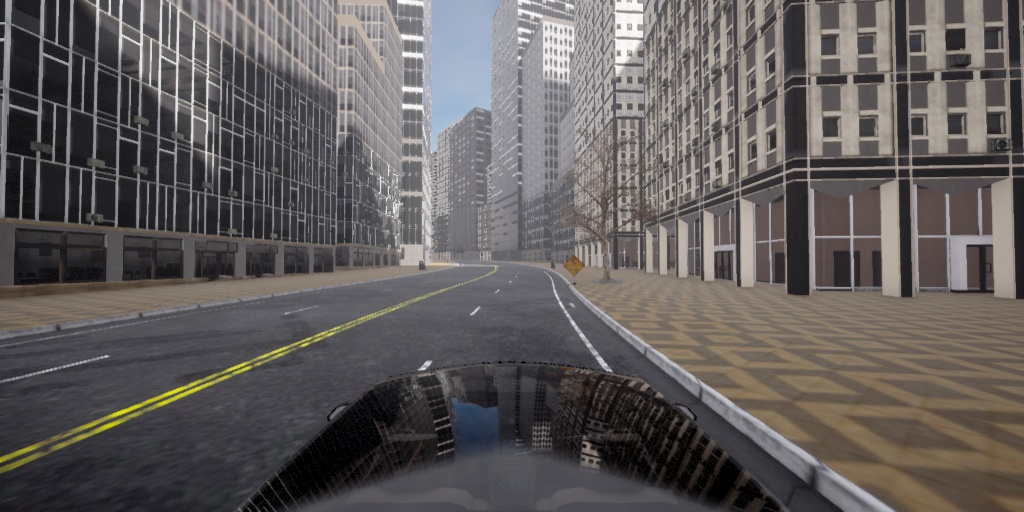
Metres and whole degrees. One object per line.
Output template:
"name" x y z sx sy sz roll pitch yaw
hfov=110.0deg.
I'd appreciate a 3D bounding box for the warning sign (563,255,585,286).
"warning sign" 3.794 0.865 21.773 1.300 1.860 1.060 0 0 5
